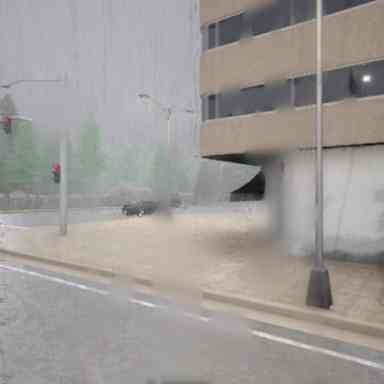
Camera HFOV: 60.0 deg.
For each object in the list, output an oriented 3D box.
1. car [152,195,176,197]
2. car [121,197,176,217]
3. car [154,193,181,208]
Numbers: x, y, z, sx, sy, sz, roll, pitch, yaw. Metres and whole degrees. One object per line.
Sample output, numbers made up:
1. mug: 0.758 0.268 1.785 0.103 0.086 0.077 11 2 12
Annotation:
1. car: -4.579 1.453 39.334 4.674 1.442 1.812 0 0 -38
2. car: -4.046 1.436 29.947 1.837 1.490 4.892 0 0 41
3. car: -4.095 1.146 44.146 5.566 2.045 2.150 0 0 -34
